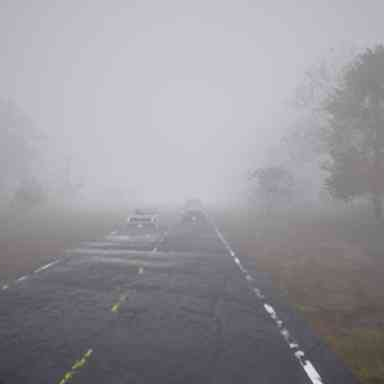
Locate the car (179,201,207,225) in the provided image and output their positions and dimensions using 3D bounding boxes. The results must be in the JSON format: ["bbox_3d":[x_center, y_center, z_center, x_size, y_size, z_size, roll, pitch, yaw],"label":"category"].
[{"bbox_3d":[0.130,1.657,25.076,1.812,1.442,4.674,0,-1,0],"label":"car"}]

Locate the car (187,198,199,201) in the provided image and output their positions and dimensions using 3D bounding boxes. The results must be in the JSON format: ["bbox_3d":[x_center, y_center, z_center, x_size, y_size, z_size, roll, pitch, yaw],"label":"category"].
[{"bbox_3d":[0.149,1.567,41.470,2.097,1.767,4.553,0,0,0],"label":"car"}]

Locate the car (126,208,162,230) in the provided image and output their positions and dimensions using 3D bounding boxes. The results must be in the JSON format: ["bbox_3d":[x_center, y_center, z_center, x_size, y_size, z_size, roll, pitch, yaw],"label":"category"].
[{"bbox_3d":[-3.074,1.715,21.953,1.895,1.301,4.718,0,0,0],"label":"car"}]

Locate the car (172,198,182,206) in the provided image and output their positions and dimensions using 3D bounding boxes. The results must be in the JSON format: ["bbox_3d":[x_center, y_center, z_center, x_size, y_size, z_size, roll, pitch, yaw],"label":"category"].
[{"bbox_3d":[-2.923,1.852,64.851,1.882,1.535,5.008,0,0,0],"label":"car"}]
